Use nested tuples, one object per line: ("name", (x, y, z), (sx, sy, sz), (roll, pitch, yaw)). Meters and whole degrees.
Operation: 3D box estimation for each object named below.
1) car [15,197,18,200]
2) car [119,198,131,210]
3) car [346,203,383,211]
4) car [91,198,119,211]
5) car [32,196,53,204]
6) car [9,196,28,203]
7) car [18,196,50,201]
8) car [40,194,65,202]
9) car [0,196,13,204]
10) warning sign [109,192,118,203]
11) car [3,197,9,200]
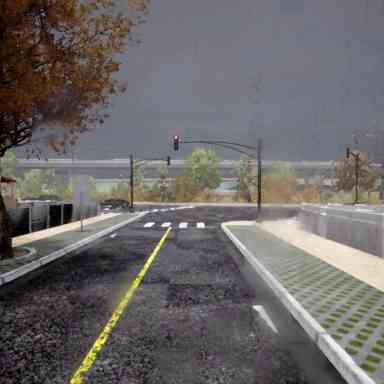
("car", (-32.660, 1.746, 66.085), (4.674, 1.442, 1.812), (-1, 2, 36))
("car", (-10.143, 1.619, 45.586), (4.892, 1.490, 1.837), (0, 2, 36))
("car", (13.133, 1.535, 25.312), (5.357, 1.411, 2.033), (0, 2, 43))
("car", (-12.279, 1.717, 43.122), (4.902, 1.511, 2.128), (-1, 2, 36))
("car", (-30.859, 1.630, 68.791), (4.674, 1.442, 1.812), (-1, 2, 36))
("car", (-38.984, 1.680, 74.694), (4.718, 1.301, 1.895), (-1, 2, 36))
("car", (-24.959, 1.862, 52.353), (4.674, 1.442, 1.812), (-1, 2, 36))
("car", (-23.371, 1.451, 55.209), (5.566, 2.045, 2.150), (-1, 2, 36))
("car", (-40.872, 1.695, 72.047), (4.892, 1.490, 1.837), (-1, 2, 36))
("warning sign", (-14.246, 0.995, 60.260), (1.060, 1.860, 1.300), (2, 1, 36))
("car", (-36.543, 1.607, 64.881), (4.553, 1.767, 2.097), (-1, 2, 36))
